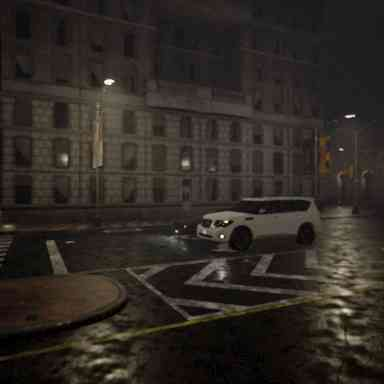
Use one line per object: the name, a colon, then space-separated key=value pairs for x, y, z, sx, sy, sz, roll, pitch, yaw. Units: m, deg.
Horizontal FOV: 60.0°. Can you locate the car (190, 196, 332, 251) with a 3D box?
car: x=2.985 y=1.212 z=14.213 sx=5.566 sy=2.045 sz=2.150 roll=0 pitch=0 yaw=-26

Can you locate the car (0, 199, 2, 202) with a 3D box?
car: x=-35.400 y=1.553 z=66.232 sx=2.033 sy=1.411 sz=5.357 roll=0 pitch=0 yaw=16

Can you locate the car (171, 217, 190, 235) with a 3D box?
car: x=1.644 y=1.537 z=17.454 sx=5.357 sy=1.411 sz=2.033 roll=0 pitch=0 yaw=-26

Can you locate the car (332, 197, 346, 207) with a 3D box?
car: x=21.599 y=1.451 z=51.868 sx=1.837 sy=1.490 sz=4.892 roll=0 pitch=0 yaw=-26
